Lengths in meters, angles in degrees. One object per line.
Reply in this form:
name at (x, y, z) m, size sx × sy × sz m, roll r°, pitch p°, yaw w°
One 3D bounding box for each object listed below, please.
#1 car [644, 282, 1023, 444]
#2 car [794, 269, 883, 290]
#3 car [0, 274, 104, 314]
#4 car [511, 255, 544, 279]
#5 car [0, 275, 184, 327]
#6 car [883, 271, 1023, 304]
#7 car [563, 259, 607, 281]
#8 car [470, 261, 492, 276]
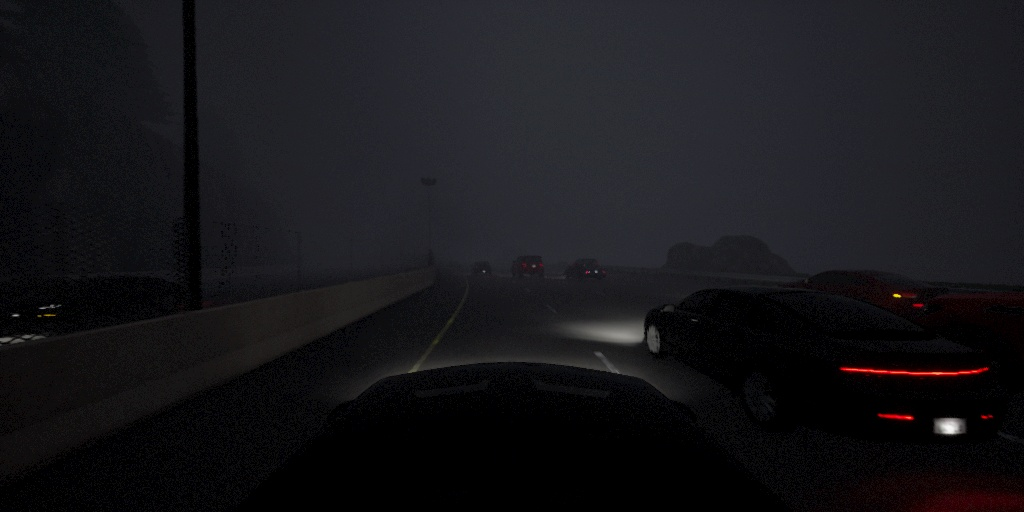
car at (3.678, 1.205, 5.486) m, size 1.837 × 1.490 × 4.892 m, roll 0°, pitch 0°, yaw -2°
car at (10.485, 1.133, 11.190) m, size 1.812 × 1.442 × 4.674 m, roll 0°, pitch 0°, yaw -3°
car at (-21.483, 1.601, 15.389) m, size 2.033 × 1.411 × 5.357 m, roll -1°, pitch 0°, yaw -4°
car at (1.384, 0.963, 33.438) m, size 2.150 × 2.045 × 5.566 m, roll 0°, pitch 0°, yaw -11°
car at (-14.359, 1.460, 12.714) m, size 1.837 × 1.490 × 4.892 m, roll -1°, pitch 0°, yaw -3°
car at (7.337, 0.870, 3.188) m, size 2.150 × 2.045 × 5.566 m, roll 0°, pitch 0°, yaw -1°
car at (5.792, 1.226, 29.068) m, size 2.033 × 1.411 × 5.357 m, roll -1°, pitch 0°, yaw -10°
car at (-3.390, 1.314, 39.130) m, size 1.837 × 1.490 × 4.892 m, roll 0°, pitch 0°, yaw -12°
